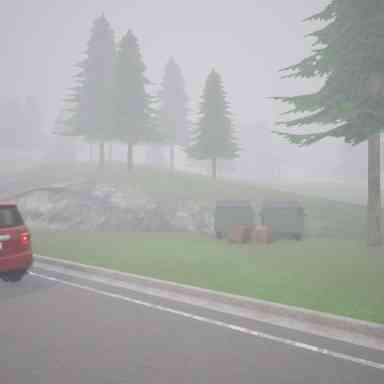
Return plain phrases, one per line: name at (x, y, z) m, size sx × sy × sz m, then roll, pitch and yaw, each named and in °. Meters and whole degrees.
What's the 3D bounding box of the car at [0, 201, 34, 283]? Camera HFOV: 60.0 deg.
car at (-6.301, 1.222, 8.487) m, size 5.566 × 2.045 × 2.150 m, roll 0°, pitch 0°, yaw 35°
